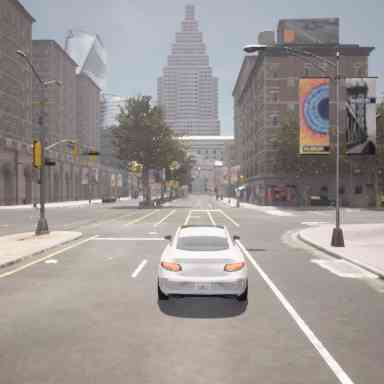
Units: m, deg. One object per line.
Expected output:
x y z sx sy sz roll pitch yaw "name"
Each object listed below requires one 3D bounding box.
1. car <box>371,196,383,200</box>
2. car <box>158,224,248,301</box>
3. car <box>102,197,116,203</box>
35.922 1.481 67.540 2.231 1.521 4.892 0 0 1 "car"
0.254 1.526 8.242 1.812 1.442 4.674 0 0 2 "car"
-16.791 1.595 67.295 1.895 1.301 4.718 0 0 1 "car"
